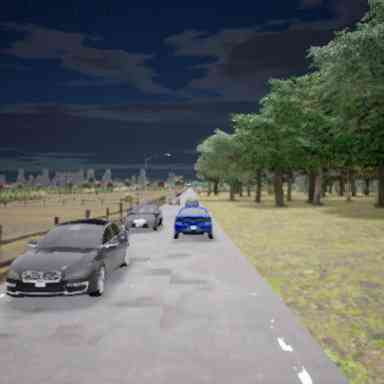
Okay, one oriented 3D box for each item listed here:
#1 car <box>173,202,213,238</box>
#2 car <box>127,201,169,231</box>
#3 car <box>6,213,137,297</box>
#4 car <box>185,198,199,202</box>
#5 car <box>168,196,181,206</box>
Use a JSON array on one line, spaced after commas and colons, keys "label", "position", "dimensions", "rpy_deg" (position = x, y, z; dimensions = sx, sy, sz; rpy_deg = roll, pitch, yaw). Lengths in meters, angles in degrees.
[{"label": "car", "position": [0.067, 1.506, 17.826], "dimensions": [1.882, 1.535, 5.008], "rpy_deg": [0, 0, 0]}, {"label": "car", "position": [-2.853, 1.526, 20.633], "dimensions": [2.128, 1.511, 4.902], "rpy_deg": [0, 0, 0]}, {"label": "car", "position": [-2.860, 1.523, 8.700], "dimensions": [1.837, 1.490, 4.892], "rpy_deg": [0, -1, 0]}, {"label": "car", "position": [0.016, 1.520, 44.090], "dimensions": [2.128, 1.511, 4.902], "rpy_deg": [0, 0, 0]}, {"label": "car", "position": [-2.903, 1.488, 55.500], "dimensions": [2.128, 1.511, 4.902], "rpy_deg": [0, 0, 0]}]
